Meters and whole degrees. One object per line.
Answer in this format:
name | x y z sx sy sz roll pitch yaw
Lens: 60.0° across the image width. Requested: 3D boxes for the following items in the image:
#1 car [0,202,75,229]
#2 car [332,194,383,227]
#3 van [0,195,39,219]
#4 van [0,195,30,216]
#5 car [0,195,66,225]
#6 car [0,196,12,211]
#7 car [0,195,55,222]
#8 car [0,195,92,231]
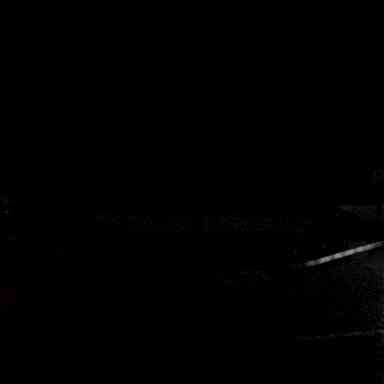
car | -10.796 1.516 23.017 2.163 1.488 4.792 0 0 30
car | 11.687 1.155 20.540 5.566 2.045 2.435 -1 0 32
van | -16.419 1.279 29.973 1.878 1.987 4.442 0 -1 30
van | -18.311 1.284 32.248 1.878 1.987 4.442 0 -1 30
car | -12.698 1.241 25.294 2.435 2.045 5.566 0 0 30
car | -24.029 1.399 38.993 2.185 1.767 4.553 0 0 30
car | -14.589 1.246 27.570 2.435 2.045 5.566 0 0 30
car | -8.899 1.230 20.800 2.435 2.045 5.566 0 -1 30
